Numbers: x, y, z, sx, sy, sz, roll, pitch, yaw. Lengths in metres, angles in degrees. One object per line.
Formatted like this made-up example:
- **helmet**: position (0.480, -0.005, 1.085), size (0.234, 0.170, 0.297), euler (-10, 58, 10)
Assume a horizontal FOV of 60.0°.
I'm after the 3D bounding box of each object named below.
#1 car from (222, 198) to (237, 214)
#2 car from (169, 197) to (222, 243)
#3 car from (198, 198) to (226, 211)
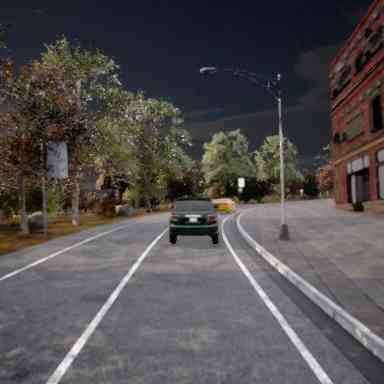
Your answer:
- **car**: position (3.376, 1.395, 34.600), size (1.882, 1.535, 5.008), euler (-2, 0, 18)
- **car**: position (0.169, 1.224, 16.332), size (2.150, 2.045, 5.566), euler (0, 0, 3)
- **car**: position (2.621, 1.572, 42.134), size (1.994, 1.385, 4.181), euler (-3, -1, 26)
